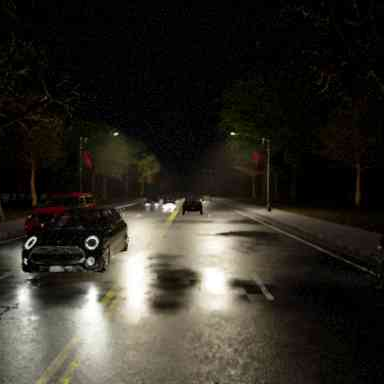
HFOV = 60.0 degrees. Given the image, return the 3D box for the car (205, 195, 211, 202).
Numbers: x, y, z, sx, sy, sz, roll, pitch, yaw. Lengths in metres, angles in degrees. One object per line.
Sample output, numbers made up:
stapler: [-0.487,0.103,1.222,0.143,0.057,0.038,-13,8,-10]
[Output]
car: [2.993,1.246,68.931,1.812,1.442,4.674,0,0,-1]

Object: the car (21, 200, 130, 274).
car: [-3.352,1.285,10.411,2.097,1.767,4.553,0,0,0]

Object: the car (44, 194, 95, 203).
car: [-6.609,1.114,17.625,2.150,2.045,5.566,0,0,0]

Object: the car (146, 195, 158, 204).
car: [-6.792,1.247,57.901,1.837,1.490,4.892,0,0,0]

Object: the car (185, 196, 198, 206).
car: [-0.075,1.363,50.777,1.895,1.301,4.718,0,0,0]

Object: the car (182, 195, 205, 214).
car: [0.041,1.301,32.582,1.882,1.535,5.008,0,0,0]

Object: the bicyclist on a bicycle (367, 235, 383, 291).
bicyclist on a bicycle: [4.142,1.323,6.956,0.659,1.776,1.843,0,1,0]

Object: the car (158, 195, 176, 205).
car: [-3.510,1.252,51.303,2.128,1.511,4.902,0,0,0]
